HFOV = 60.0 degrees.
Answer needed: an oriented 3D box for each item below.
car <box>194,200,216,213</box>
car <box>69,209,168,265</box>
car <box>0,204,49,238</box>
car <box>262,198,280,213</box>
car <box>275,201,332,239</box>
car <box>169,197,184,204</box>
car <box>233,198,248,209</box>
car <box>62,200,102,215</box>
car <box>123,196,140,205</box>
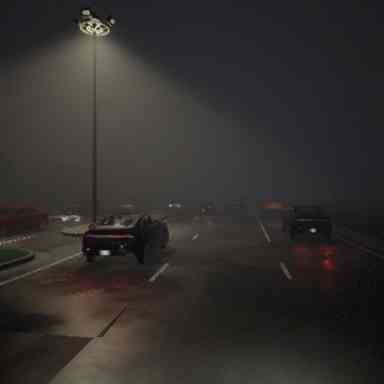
[{"bbox_3d":[1.472,1.532,35.344,1.895,1.301,4.718,0,0,9],"label":"car"},{"bbox_3d":[-2.108,1.468,11.698,2.128,1.511,4.902,0,0,7],"label":"car"},{"bbox_3d":[-9.628,1.439,17.582,1.882,1.535,5.008,0,0,9],"label":"car"},{"bbox_3d":[8.657,1.411,35.971,1.882,1.535,5.008,0,-1,9],"label":"car"},{"bbox_3d":[5.724,1.460,17.068,2.128,1.511,4.902,0,0,8],"label":"car"},{"bbox_3d":[-2.824,1.482,60.506,1.895,1.301,4.718,0,0,9],"label":"car"},{"bbox_3d":[6.303,1.465,43.530,2.033,1.411,5.357,0,0,9],"label":"car"},{"bbox_3d":[-10.733,1.479,33.034,2.033,1.411,5.357,0,0,9],"label":"car"},{"bbox_3d":[-10.386,1.375,57.629,2.128,1.511,4.902,0,0,9],"label":"car"}]
